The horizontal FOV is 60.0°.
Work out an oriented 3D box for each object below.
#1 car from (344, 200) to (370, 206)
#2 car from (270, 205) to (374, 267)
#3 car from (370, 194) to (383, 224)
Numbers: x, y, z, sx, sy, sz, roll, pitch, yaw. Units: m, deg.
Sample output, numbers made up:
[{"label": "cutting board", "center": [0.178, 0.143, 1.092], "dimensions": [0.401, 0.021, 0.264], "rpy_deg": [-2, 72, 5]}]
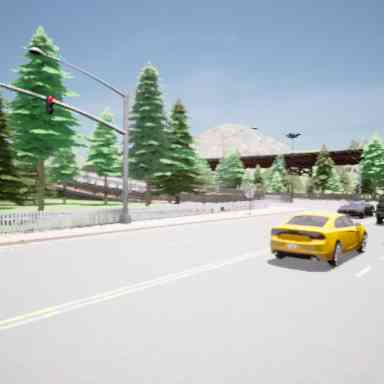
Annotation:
[{"label": "car", "center": [13.868, 1.408, 27.910], "dimensions": [2.033, 1.411, 5.357], "rpy_deg": [1, 1, 41]}, {"label": "car", "center": [4.496, 1.410, 11.406], "dimensions": [1.882, 1.535, 5.008], "rpy_deg": [1, 0, 41]}, {"label": "car", "center": [14.208, 1.129, 22.719], "dimensions": [2.150, 2.045, 5.566], "rpy_deg": [1, 1, 41]}]
